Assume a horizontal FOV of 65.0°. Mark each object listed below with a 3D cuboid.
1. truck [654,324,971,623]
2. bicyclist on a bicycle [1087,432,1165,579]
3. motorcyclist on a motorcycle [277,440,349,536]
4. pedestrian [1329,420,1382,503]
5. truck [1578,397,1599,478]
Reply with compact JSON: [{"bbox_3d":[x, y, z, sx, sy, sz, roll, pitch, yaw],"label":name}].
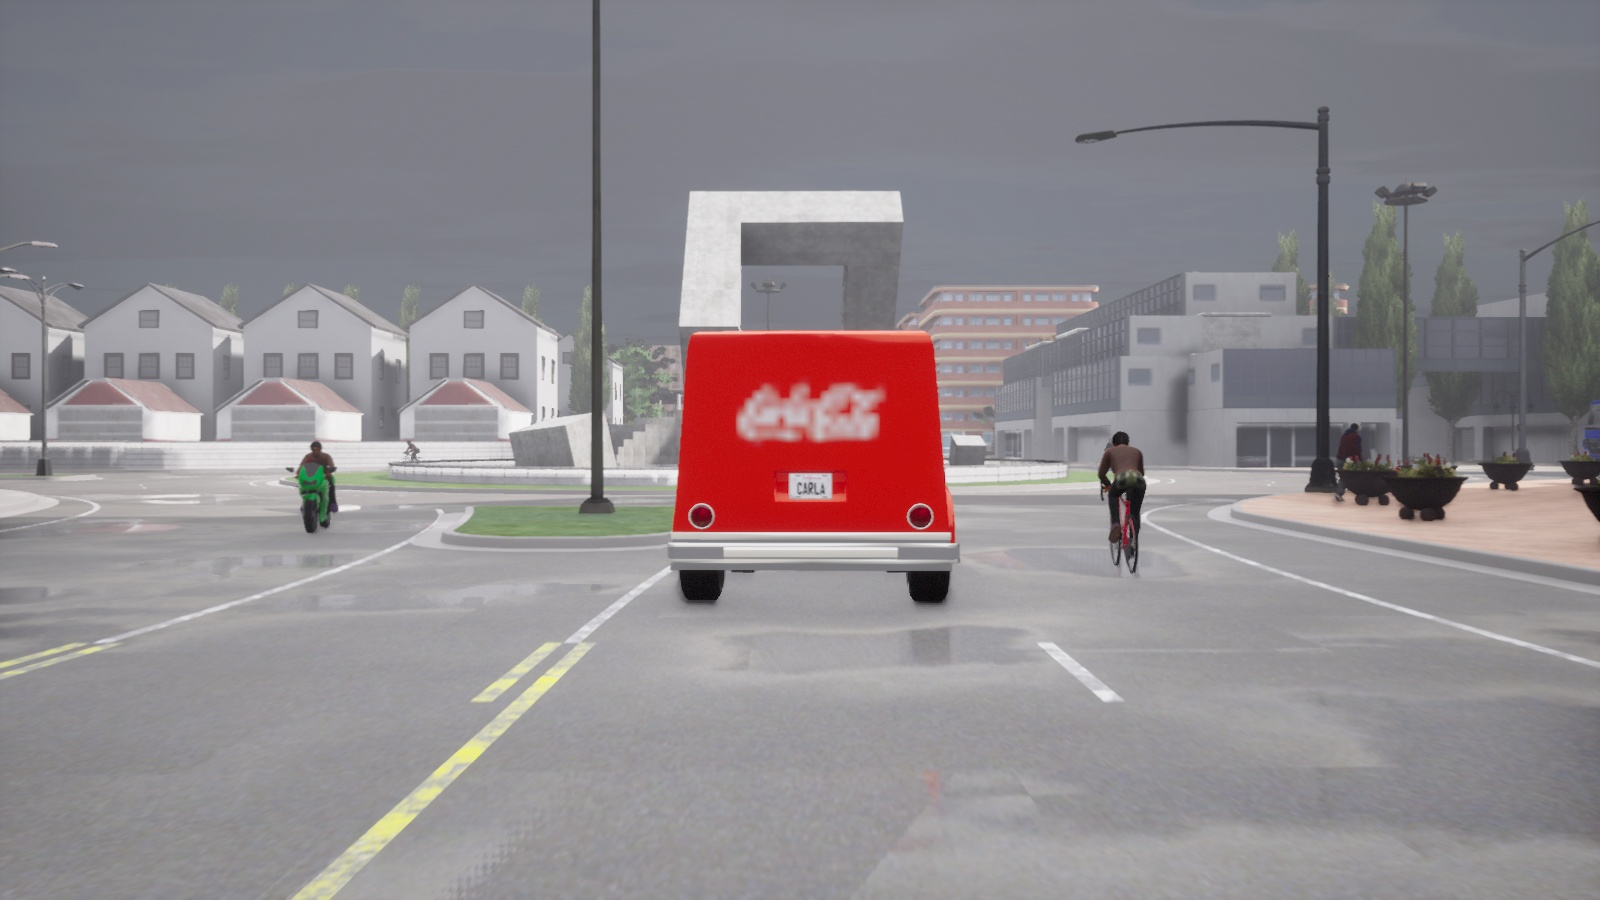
[{"bbox_3d":[0.189,0.182,13.012,2.627,2.467,5.204,0,0,2],"label":"truck"},{"bbox_3d":[3.786,0.615,14.682,0.582,1.620,1.656,0,0,4],"label":"bicyclist on a bicycle"},{"bbox_3d":[-8.095,0.598,20.969,0.797,1.523,2.044,0,0,-12],"label":"motorcyclist on a motorcycle"},{"bbox_3d":[12.524,0.243,28.315,0.899,1.844,0.634,0,0,-21],"label":"pedestrian"},{"bbox_3d":[38.178,-0.524,53.785,7.936,3.462,2.891,0,0,0],"label":"truck"}]
